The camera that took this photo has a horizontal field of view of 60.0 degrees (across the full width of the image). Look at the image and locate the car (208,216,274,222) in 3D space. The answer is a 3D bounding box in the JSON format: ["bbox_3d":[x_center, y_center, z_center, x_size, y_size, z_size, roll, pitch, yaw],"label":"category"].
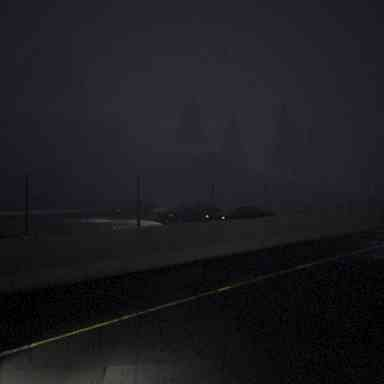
[{"bbox_3d":[3.043,1.579,21.179,4.718,1.301,1.895,0,0,-39],"label":"car"}]
